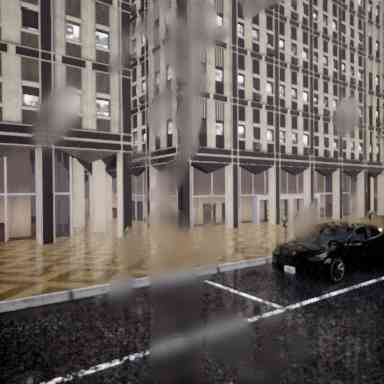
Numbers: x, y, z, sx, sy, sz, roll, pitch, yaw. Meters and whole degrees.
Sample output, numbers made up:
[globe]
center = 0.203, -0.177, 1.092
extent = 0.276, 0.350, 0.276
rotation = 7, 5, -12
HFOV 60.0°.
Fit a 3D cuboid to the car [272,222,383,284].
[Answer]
[car]
center = 4.206, 1.560, 9.570
extent = 4.313, 1.339, 1.947
rotation = 0, -1, -36
